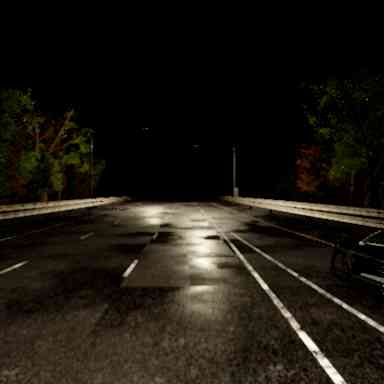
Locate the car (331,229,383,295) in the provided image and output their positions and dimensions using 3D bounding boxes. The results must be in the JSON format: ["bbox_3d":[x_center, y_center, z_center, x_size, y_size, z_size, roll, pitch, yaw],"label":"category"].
[{"bbox_3d":[4.767,1.420,6.833,2.033,1.649,4.856,0,0,-5],"label":"car"}]
